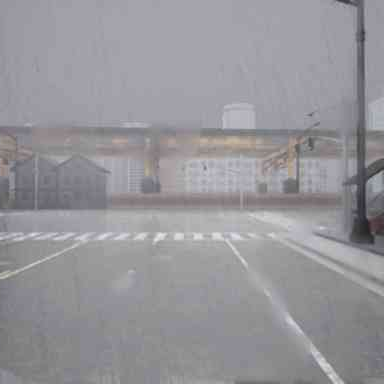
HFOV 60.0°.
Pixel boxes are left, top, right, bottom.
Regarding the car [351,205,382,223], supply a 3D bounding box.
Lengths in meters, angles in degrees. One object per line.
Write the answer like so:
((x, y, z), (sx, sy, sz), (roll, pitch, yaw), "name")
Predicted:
((14.218, 1.742, 25.769), (4.674, 1.442, 1.812), (0, -1, 0), "car")
